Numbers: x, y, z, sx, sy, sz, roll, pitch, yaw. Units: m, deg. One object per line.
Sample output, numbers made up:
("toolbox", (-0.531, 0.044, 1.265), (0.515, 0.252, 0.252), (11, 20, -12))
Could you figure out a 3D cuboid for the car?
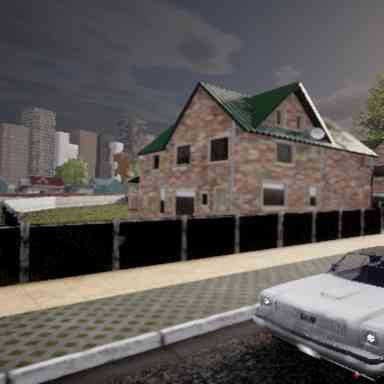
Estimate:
("car", (3.215, 1.627, 5.316), (4.718, 1.301, 1.895), (0, 0, -35))
